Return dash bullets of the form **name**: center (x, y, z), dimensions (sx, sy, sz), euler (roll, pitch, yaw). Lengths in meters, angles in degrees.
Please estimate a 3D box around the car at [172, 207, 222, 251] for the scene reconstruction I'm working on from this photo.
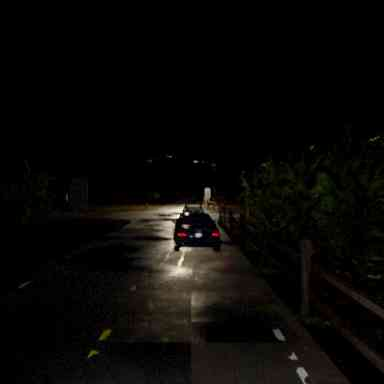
- **car**: center (0.118, 1.597, 14.397), dimensions (2.033, 1.411, 5.357), euler (0, 0, -3)

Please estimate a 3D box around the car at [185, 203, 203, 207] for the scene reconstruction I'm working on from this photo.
- **car**: center (0.108, 1.713, 30.868), dimensions (1.895, 1.301, 4.718), euler (-1, -1, 0)
